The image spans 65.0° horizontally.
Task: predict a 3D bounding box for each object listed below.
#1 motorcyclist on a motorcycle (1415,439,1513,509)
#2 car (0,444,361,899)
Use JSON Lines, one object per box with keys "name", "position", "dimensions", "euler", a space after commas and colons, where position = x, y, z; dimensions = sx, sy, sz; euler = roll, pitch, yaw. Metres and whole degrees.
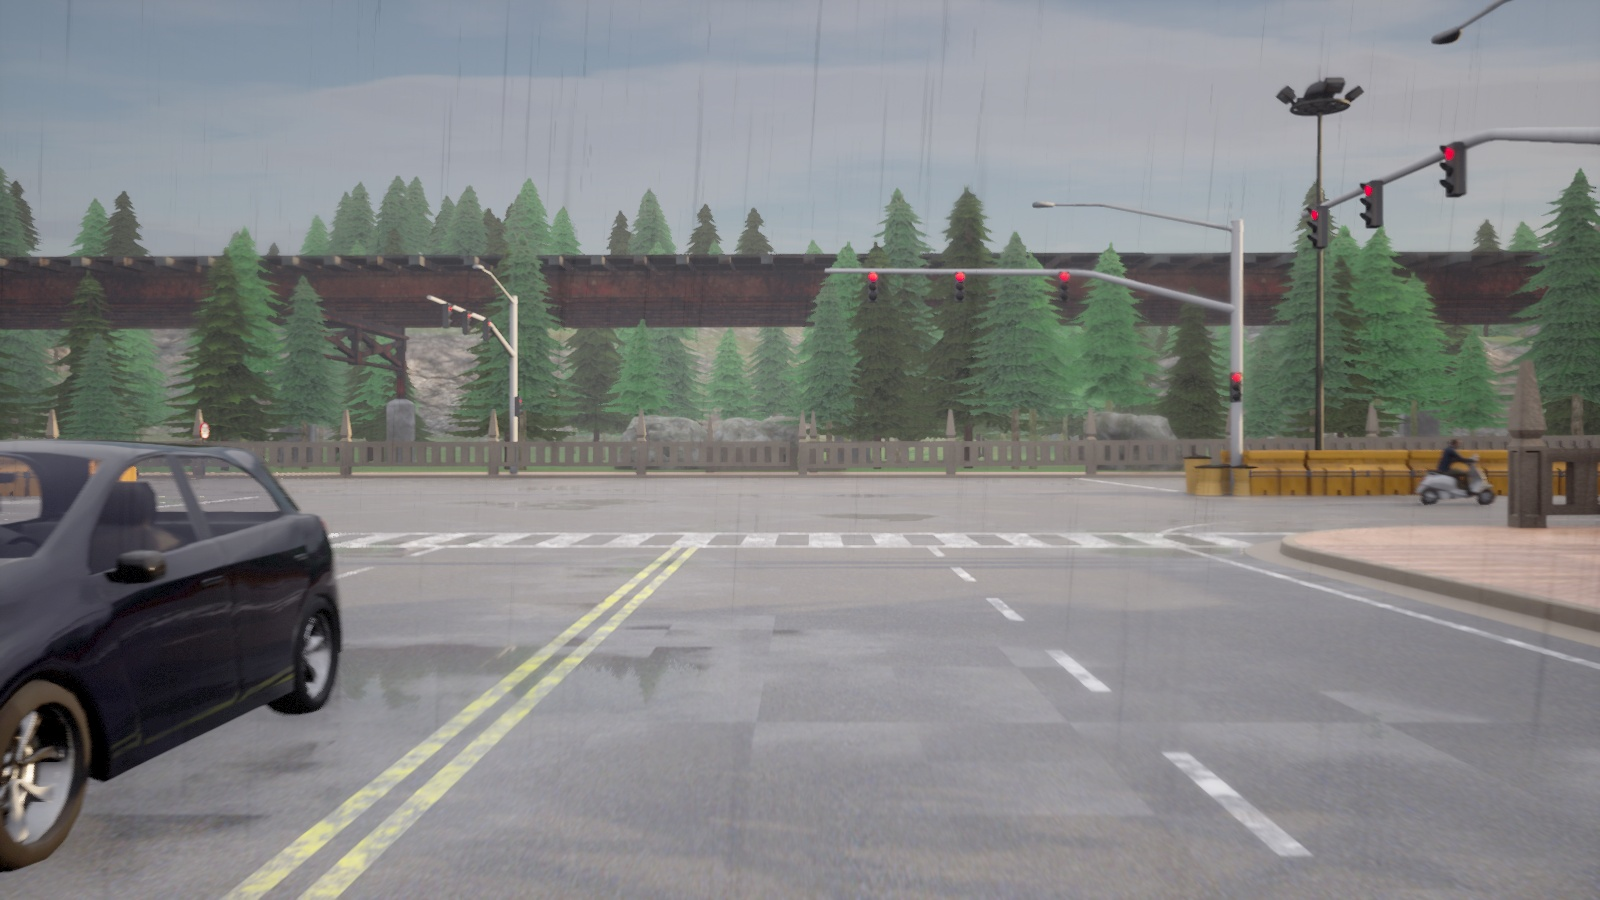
{"name": "motorcyclist on a motorcycle", "position": [15.499, 0.546, 29.332], "dimensions": [1.817, 1.590, 0.866], "euler": [0, 0, 1]}
{"name": "car", "position": [-3.454, 0.727, 5.404], "dimensions": [1.845, 1.501, 3.633], "euler": [0, 0, 0]}
